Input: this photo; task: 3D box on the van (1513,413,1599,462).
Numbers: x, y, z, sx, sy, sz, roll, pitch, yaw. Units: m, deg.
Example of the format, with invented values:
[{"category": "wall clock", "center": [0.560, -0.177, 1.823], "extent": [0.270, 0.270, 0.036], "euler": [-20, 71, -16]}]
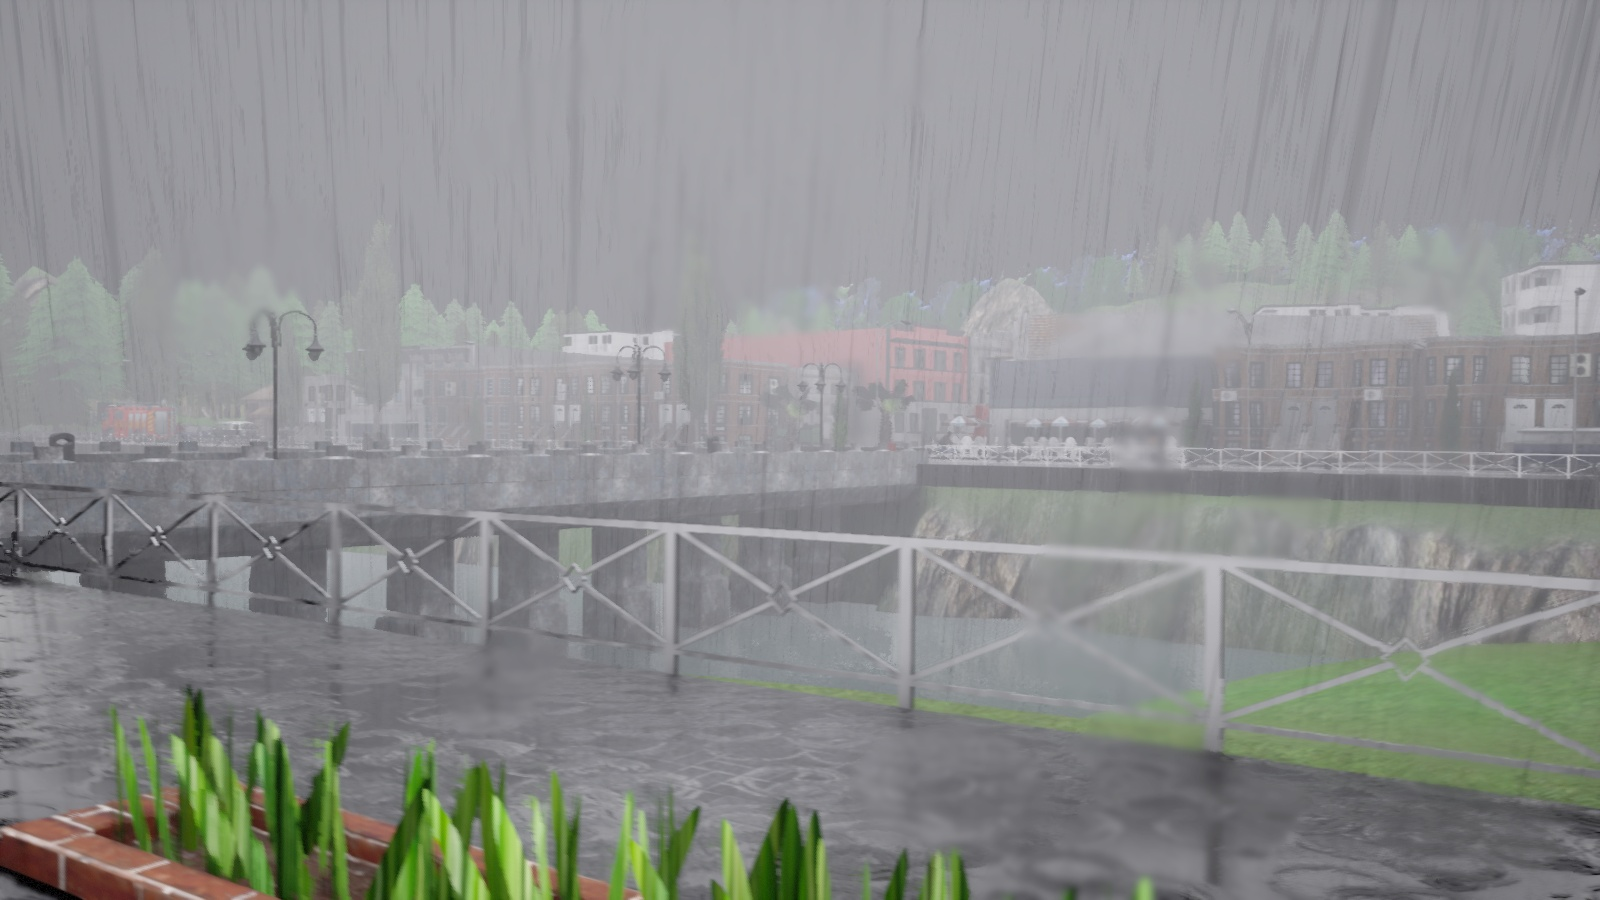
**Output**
[{"category": "van", "center": [32.200, -0.519, 52.080], "extent": [4.442, 1.987, 1.775], "euler": [0, 1, 34]}]
